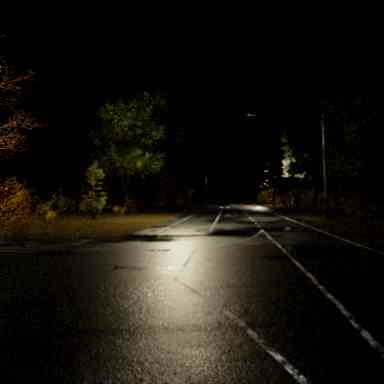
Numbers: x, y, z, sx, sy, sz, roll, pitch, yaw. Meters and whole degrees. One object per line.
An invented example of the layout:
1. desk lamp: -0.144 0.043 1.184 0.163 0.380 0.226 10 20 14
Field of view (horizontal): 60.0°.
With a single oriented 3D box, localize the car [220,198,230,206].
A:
1. car: 8.543 2.636 85.830 2.150 2.045 5.566 -2 -1 12
